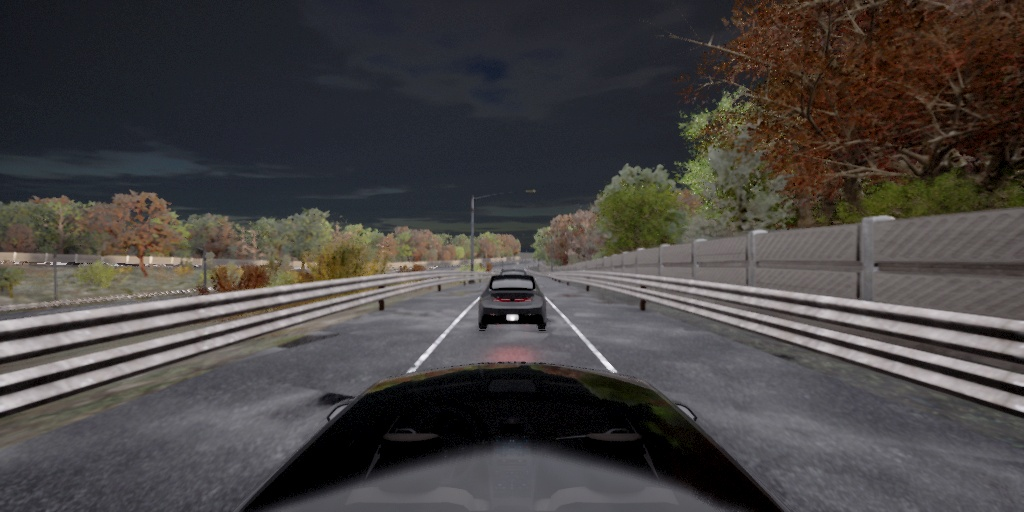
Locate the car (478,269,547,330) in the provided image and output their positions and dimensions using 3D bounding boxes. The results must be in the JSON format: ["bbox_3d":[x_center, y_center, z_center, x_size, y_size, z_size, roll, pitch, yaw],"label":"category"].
[{"bbox_3d":[0.013,1.305,11.259,1.837,1.490,4.892,0,-1,0],"label":"car"}]
